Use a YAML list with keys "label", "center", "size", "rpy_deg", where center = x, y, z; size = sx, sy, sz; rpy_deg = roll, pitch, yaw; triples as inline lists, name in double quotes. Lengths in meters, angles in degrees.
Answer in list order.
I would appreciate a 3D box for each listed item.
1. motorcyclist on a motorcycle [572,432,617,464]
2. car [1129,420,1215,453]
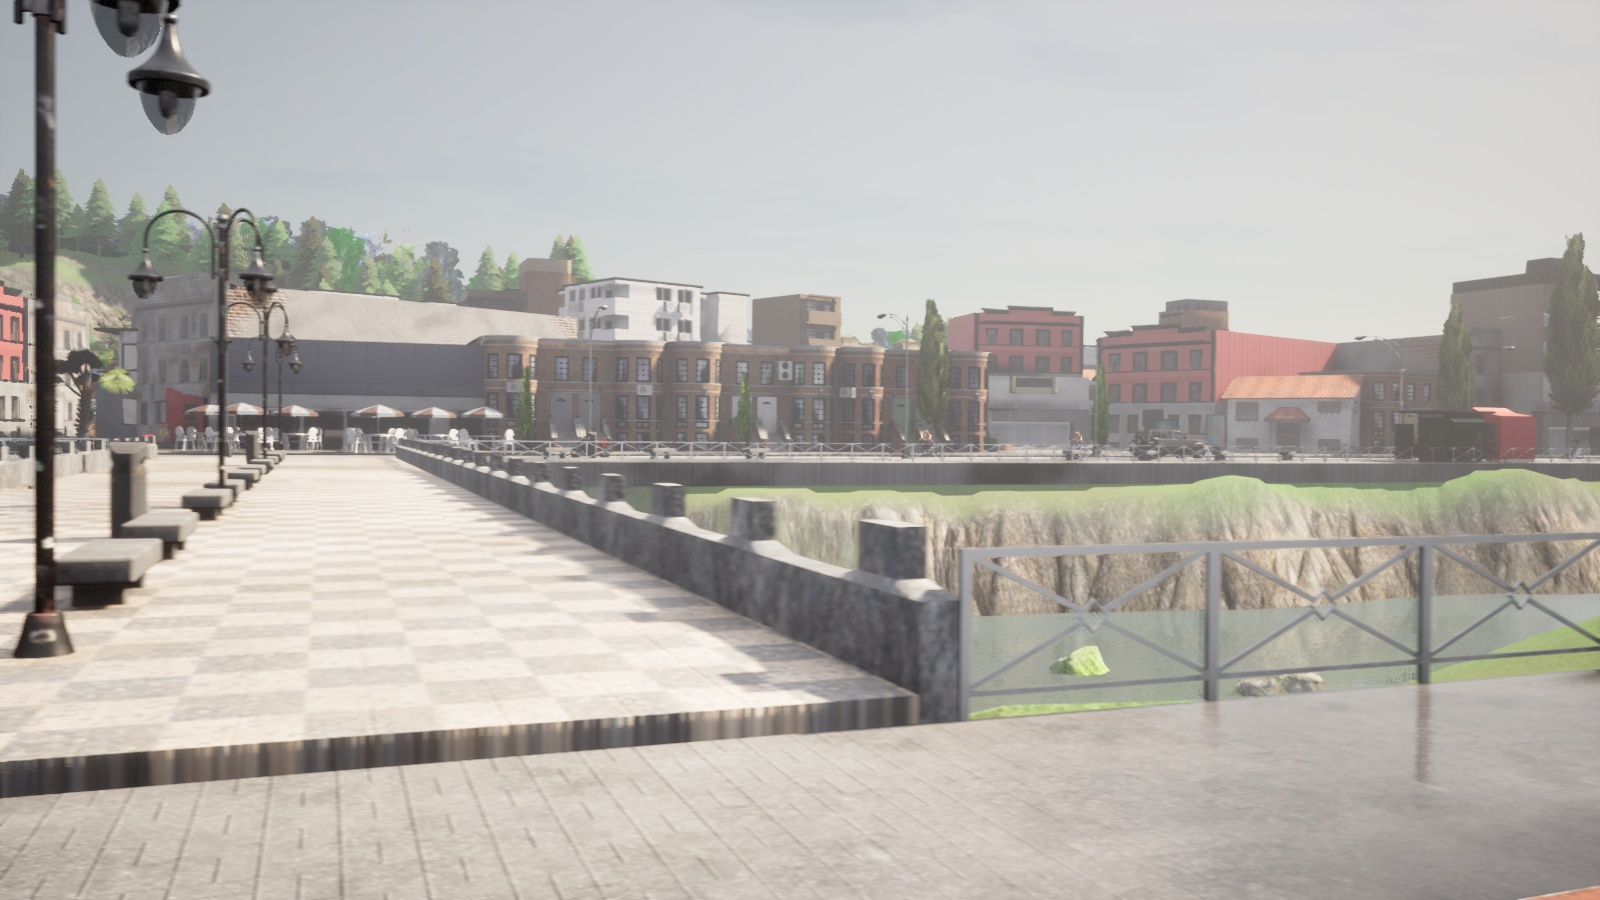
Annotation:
- label: "motorcyclist on a motorcycle"
  center: [-10.080, -0.114, 61.646]
  size: [2.044, 1.523, 0.797]
  rpy_deg: [-1, 1, -21]
- label: "car"
  center: [21.836, -0.822, 73.776]
  size: [4.605, 1.855, 1.932]
  rpy_deg: [-1, 1, -21]
